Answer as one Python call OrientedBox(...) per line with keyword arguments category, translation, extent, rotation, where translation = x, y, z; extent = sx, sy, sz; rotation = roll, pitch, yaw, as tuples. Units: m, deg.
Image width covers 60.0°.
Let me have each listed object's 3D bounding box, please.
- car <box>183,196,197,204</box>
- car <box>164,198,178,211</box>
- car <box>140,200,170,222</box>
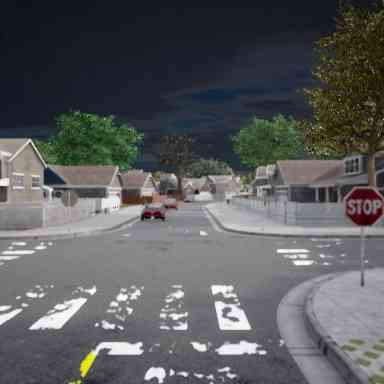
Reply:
OrientedBox(category="car", translation=(-0.375, 1.564, 65.276), extent=(1.994, 1.385, 4.181), rotation=(0, 0, 12))
OrientedBox(category="car", translation=(-2.734, 1.479, 41.225), extent=(1.882, 1.535, 5.008), rotation=(0, 0, 1))
OrientedBox(category="car", translation=(-3.006, 1.601, 26.580), extent=(1.895, 1.301, 4.718), rotation=(0, 0, -3))
